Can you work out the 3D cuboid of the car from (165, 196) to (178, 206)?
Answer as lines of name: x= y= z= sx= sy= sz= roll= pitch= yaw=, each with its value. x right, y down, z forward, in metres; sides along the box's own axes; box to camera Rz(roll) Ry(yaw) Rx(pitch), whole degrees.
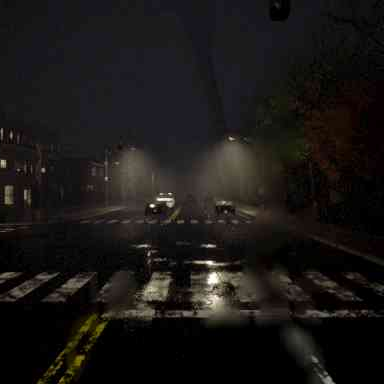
car: x=-3.439 y=1.484 z=55.947 sx=1.837 sy=1.490 sz=4.892 roll=0 pitch=0 yaw=0

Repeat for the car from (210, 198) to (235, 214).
car: x=3.272 y=1.589 z=34.420 sx=1.895 sy=1.301 sz=4.718 roll=0 pitch=0 yaw=0

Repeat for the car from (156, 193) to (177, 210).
car: x=-3.429 y=1.206 z=43.161 sx=2.150 sy=2.045 sz=5.566 roll=0 pitch=0 yaw=0

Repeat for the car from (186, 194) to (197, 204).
car: x=-0.144 y=1.480 z=62.709 sx=1.837 sy=1.490 sz=4.892 roll=0 pitch=0 yaw=0

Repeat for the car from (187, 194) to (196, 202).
car: x=-0.167 y=1.280 z=73.127 sx=1.882 sy=1.535 sz=5.008 roll=0 pitch=0 yaw=0

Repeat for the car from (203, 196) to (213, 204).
car: x=3.108 y=1.468 z=63.017 sx=2.128 sy=1.511 sz=4.902 roll=0 pitch=0 yaw=0

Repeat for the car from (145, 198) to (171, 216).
car: x=-3.412 y=1.553 z=32.760 sx=1.994 sy=1.385 sz=4.181 roll=0 pitch=0 yaw=0
